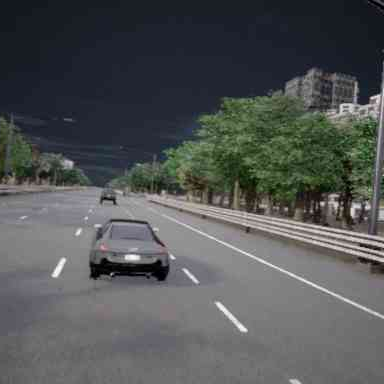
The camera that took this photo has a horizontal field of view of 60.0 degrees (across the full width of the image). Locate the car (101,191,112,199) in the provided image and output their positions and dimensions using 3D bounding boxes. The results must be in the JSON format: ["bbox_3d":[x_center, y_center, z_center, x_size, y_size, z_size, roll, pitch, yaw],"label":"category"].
[{"bbox_3d":[-18.414,0.567,71.543,2.033,1.411,5.357,5,-1,-15],"label":"car"}]

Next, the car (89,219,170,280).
[{"bbox_3d":[-1.913,1.487,9.772,1.994,1.385,4.181,5,-1,-15],"label":"car"}]

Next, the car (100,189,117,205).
[{"bbox_3d":[-11.900,0.603,47.277,2.150,2.045,5.566,5,-1,-15],"label":"car"}]
